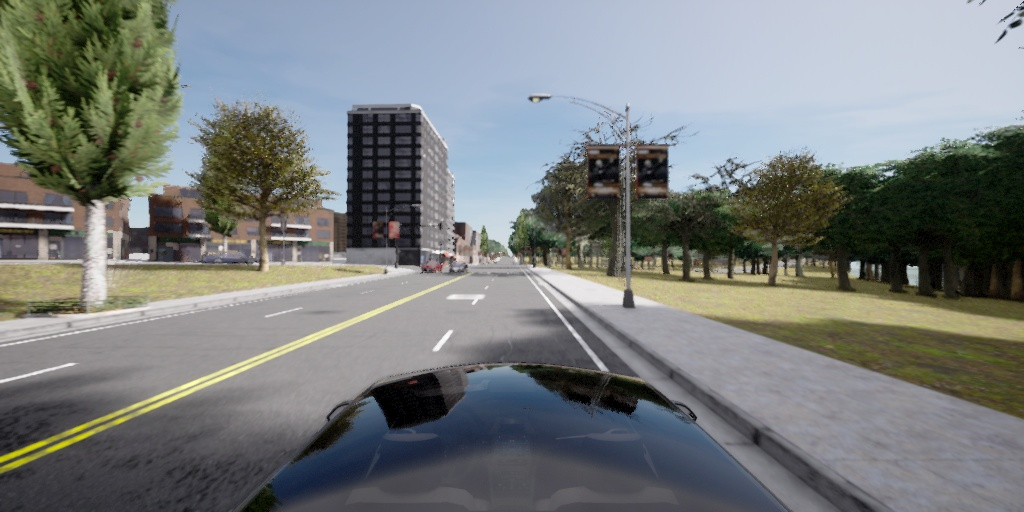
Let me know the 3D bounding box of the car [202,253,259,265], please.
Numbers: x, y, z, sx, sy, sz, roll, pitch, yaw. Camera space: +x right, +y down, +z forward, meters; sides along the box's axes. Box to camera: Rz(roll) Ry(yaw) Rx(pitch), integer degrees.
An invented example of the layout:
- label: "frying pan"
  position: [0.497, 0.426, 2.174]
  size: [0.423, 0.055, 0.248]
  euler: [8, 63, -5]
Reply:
- label: "car"
  position: [-32.110, 0.414, 41.175]
  size: [5.357, 1.411, 2.033]
  euler: [2, -2, -43]

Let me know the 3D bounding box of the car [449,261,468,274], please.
- label: "car"
  position: [-6.505, 1.379, 44.046]
  size: [2.128, 1.511, 4.902]
  euler: [0, 0, 0]

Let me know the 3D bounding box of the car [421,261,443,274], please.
- label: "car"
  position: [-9.755, 1.366, 44.046]
  size: [1.882, 1.535, 5.008]
  euler: [0, 0, 0]
